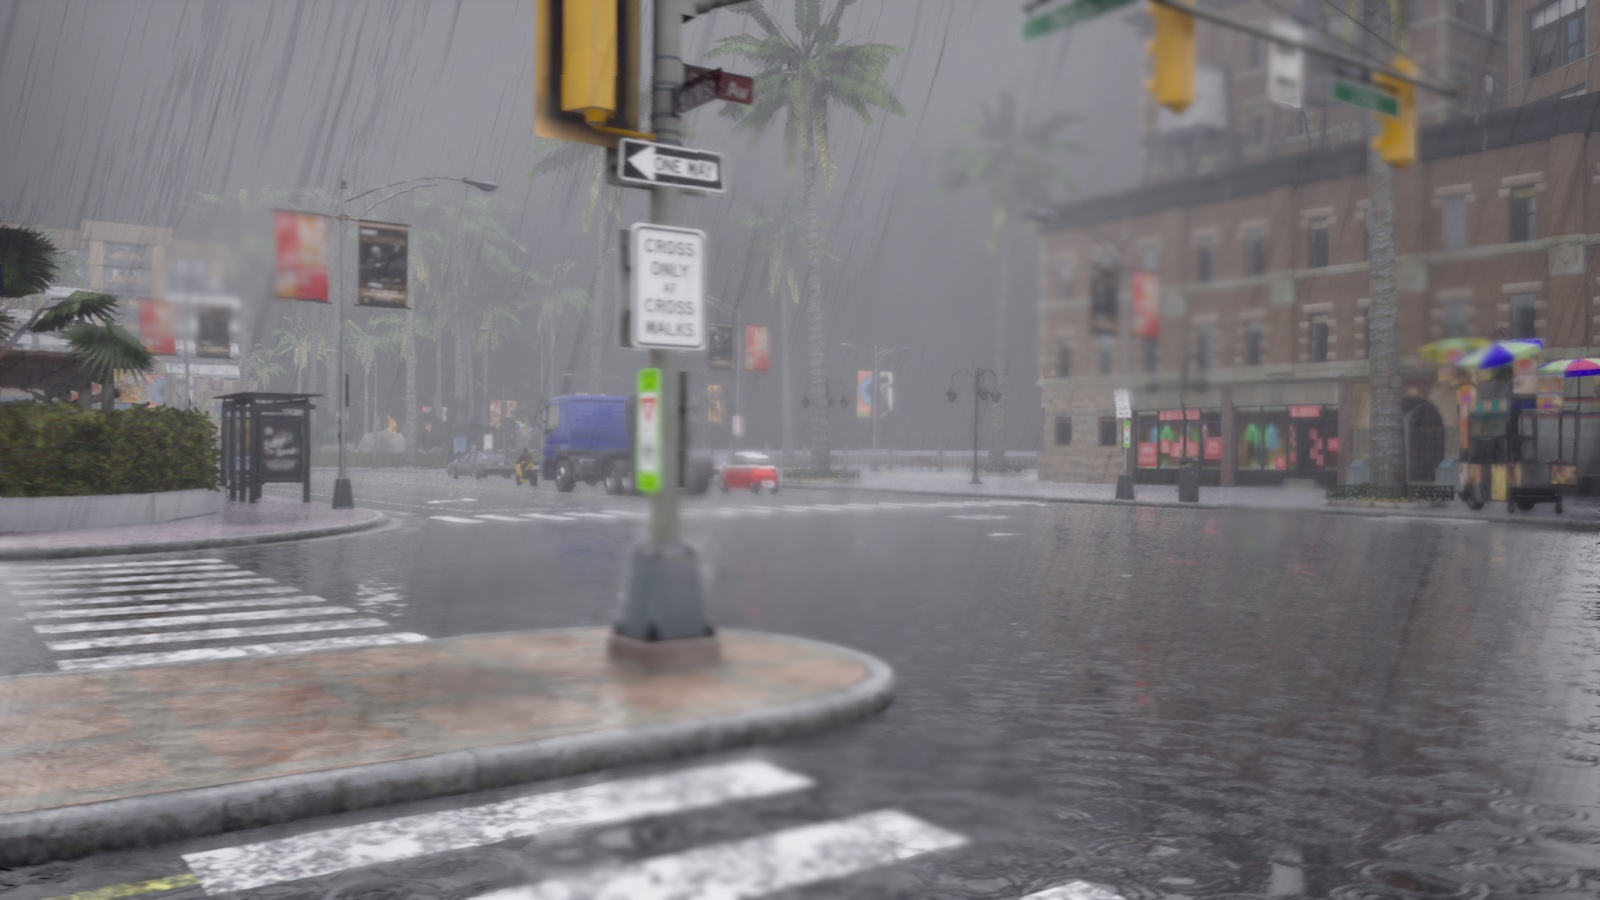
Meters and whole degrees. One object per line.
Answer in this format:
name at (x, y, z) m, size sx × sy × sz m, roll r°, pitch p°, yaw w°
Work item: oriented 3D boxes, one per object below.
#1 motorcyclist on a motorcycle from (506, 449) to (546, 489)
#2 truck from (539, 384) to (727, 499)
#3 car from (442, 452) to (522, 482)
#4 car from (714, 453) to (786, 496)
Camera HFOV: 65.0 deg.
motorcyclist on a motorcycle at (-10.734, 0.741, 49.201) m, size 0.797 × 1.523 × 2.044 m, roll 0°, pitch 0°, yaw -35°
truck at (-5.779, -0.234, 42.006) m, size 2.891 × 3.462 × 7.936 m, roll 0°, pitch 0°, yaw -35°
car at (-15.935, 0.812, 62.714) m, size 2.033 × 1.411 × 5.357 m, roll 0°, pitch 0°, yaw -36°
car at (-1.691, 0.804, 42.266) m, size 1.481 × 1.376 × 2.207 m, roll 0°, pitch 0°, yaw -35°
